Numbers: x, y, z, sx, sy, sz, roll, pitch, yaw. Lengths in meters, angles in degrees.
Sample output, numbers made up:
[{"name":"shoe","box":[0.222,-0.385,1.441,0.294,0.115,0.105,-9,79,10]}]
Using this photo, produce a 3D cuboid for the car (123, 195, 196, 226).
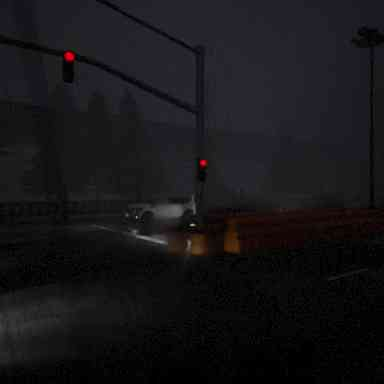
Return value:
[{"name":"car","box":[-2.105,1.208,23.963,5.566,2.045,2.150,0,0,-35]}]

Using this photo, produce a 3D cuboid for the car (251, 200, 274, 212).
[{"name":"car","box":[3.380,1.507,23.559,4.674,1.442,1.812,0,0,-35]}]

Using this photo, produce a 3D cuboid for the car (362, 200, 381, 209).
[{"name":"car","box":[17.295,1.564,29.103,4.718,1.301,1.895,0,0,-35]}]

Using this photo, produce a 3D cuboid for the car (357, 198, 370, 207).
[{"name":"car","box":[19.831,1.448,35.211,4.902,1.511,2.128,0,0,-35]}]

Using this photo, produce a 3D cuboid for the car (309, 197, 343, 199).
[{"name":"car","box":[11.622,1.460,29.356,4.902,1.511,2.128,0,0,-35]}]

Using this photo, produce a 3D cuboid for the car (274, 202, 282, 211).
[{"name":"car","box":[5.957,1.466,29.630,4.902,1.511,2.128,0,0,-35]}]

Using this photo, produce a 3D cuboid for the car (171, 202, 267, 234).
[{"name":"car","box":[1.558,1.491,17.942,4.892,1.490,1.837,0,0,-36]}]

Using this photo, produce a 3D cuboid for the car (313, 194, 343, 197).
[{"name":"car","box":[14.035,1.184,35.376,5.566,2.045,2.150,0,0,-35]}]

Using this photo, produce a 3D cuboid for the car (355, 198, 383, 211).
[{"name":"car","box":[22.345,1.476,41.304,4.674,1.442,1.812,0,0,-35]}]

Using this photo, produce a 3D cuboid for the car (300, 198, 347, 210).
[{"name":"car","box":[9.147,1.453,23.348,5.008,1.535,1.882,0,0,-35]}]
